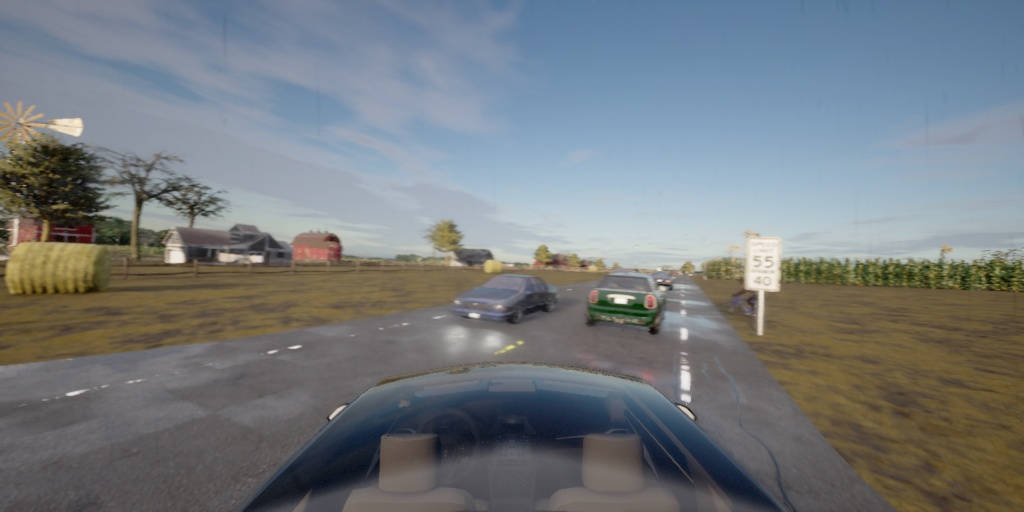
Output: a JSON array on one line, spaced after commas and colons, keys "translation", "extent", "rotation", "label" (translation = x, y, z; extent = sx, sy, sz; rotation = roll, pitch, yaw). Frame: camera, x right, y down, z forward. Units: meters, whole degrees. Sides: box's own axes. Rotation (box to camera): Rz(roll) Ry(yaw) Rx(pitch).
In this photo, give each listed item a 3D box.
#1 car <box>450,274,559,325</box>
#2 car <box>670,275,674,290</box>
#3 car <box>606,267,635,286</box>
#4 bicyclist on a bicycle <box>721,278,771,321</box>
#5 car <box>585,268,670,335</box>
[{"translation": [0.091, 1.361, 12.511], "extent": [2.033, 1.411, 5.357], "rotation": [3, 0, 25], "label": "car"}, {"translation": [12.796, 2.081, 30.753], "extent": [2.033, 1.411, 5.357], "rotation": [3, 0, 25], "label": "car"}, {"translation": [10.577, 1.924, 34.633], "extent": [1.882, 1.535, 5.008], "rotation": [3, 0, 26], "label": "car"}, {"translation": [9.150, 1.704, 14.023], "extent": [1.656, 1.620, 0.582], "rotation": [2, -1, 25], "label": "bicyclist on a bicycle"}, {"translation": [3.996, 1.354, 12.098], "extent": [2.097, 1.767, 4.553], "rotation": [3, 0, 25], "label": "car"}]
